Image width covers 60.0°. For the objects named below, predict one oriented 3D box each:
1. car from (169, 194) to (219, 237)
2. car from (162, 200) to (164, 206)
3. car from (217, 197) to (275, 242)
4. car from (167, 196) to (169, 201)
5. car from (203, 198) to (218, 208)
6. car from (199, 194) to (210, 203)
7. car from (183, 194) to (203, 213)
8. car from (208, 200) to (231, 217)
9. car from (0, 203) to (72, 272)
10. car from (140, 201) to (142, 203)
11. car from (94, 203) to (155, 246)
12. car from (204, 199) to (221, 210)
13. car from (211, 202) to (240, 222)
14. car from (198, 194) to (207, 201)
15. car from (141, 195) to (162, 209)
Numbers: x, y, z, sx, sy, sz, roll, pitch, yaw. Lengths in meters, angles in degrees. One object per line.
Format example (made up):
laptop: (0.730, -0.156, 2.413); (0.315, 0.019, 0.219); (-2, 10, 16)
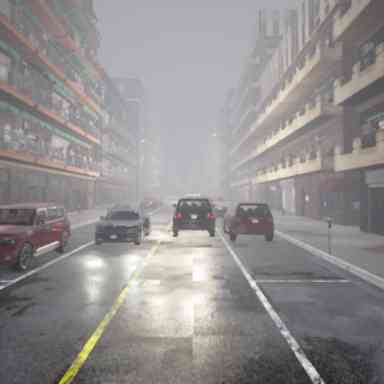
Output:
car: (0.095, 1.252, 18.428); (2.150, 2.045, 5.566); (0, 0, 0)
car: (-5.690, 1.671, 55.628); (1.802, 1.307, 4.206); (1, 0, 0)
car: (2.701, 1.340, 16.621); (2.192, 1.841, 5.009); (1, 0, 0)
car: (-5.695, 1.702, 89.036); (2.008, 1.369, 4.403); (1, 0, 0)
car: (2.692, 1.646, 50.028); (1.947, 1.339, 4.313); (1, 0, 0)
car: (2.691, 1.435, 72.301); (2.192, 1.841, 5.009); (1, 0, 0)
car: (0.092, 1.282, 39.358); (2.150, 2.045, 5.566); (0, 0, 0)
car: (2.695, 1.597, 33.324); (1.887, 1.381, 4.507); (1, 0, 0)
car: (-5.679, 1.331, 11.085); (2.192, 1.841, 5.009); (1, 0, 0)
car: (-5.685, 1.608, 27.789); (1.947, 1.339, 4.313); (1, 0, 0)
car: (-3.102, 1.501, 15.646); (1.882, 1.535, 5.008); (0, 0, 0)
car: (2.693, 1.621, 44.461); (2.008, 1.369, 4.403); (1, 0, 0)
car: (2.696, 1.594, 27.757); (2.008, 1.369, 4.403); (1, 0, 0)
car: (2.689, 1.467, 89.004); (2.192, 1.841, 5.009); (1, 0, 0)
car: (-5.684, 1.385, 44.493); (2.192, 1.841, 5.009); (1, 0, 0)
